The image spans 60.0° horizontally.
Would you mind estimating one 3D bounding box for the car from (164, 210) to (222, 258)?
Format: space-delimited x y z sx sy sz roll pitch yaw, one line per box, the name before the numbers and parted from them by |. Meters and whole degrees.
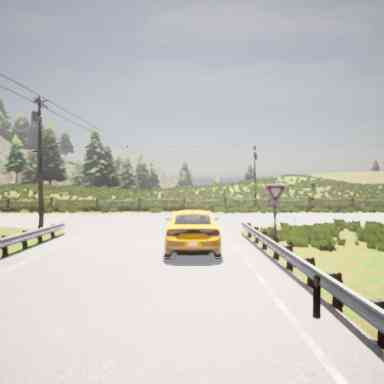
car | 0.006 1.417 12.548 1.882 1.535 5.008 0 1 -1
